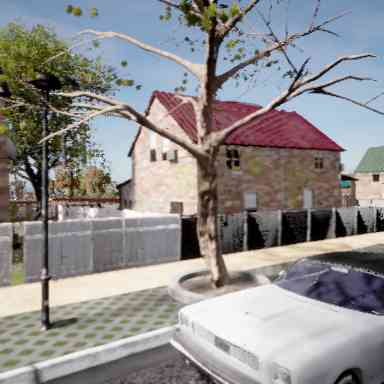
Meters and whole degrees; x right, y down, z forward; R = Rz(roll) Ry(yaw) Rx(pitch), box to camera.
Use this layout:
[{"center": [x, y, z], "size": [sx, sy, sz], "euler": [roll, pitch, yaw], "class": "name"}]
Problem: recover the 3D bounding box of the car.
[{"center": [2.098, 1.592, 4.557], "size": [4.718, 1.301, 1.895], "euler": [0, 0, -35], "class": "car"}]
